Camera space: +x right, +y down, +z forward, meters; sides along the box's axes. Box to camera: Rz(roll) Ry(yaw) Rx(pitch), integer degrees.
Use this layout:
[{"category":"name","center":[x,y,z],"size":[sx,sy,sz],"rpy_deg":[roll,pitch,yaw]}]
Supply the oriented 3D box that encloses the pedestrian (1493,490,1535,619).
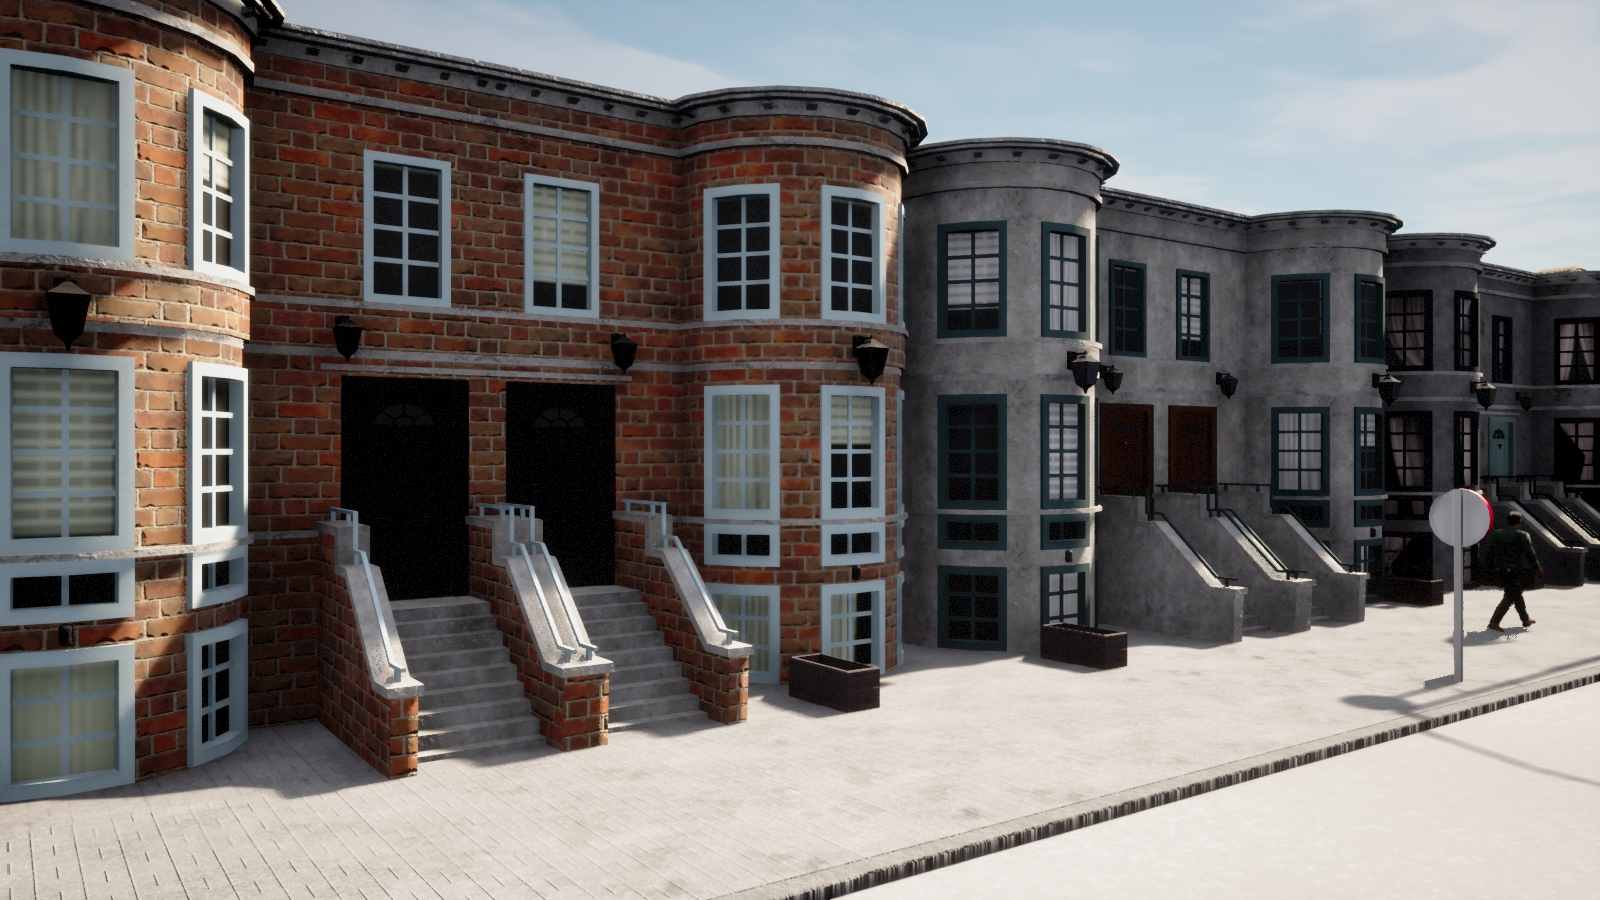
[{"category":"pedestrian","center":[10.525,1.524,16.854],"size":[0.375,1.860,0.375],"rpy_deg":[0,0,-21]}]
